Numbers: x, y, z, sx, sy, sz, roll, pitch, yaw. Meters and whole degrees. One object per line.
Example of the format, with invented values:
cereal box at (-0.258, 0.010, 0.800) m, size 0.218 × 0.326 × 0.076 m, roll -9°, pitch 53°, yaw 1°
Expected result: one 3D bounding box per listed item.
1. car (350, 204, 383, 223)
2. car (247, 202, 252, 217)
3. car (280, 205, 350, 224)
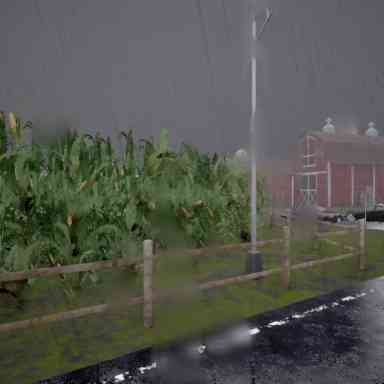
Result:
car at (14.304, 1.687, 25.717) m, size 1.882 × 1.535 × 5.008 m, roll 1°, pitch -1°, yaw -32°
car at (4.779, 1.640, 36.532) m, size 2.150 × 2.045 × 5.566 m, roll 1°, pitch -1°, yaw -27°
car at (9.780, 1.794, 27.503) m, size 2.033 × 1.411 × 5.357 m, roll 1°, pitch -1°, yaw -31°
